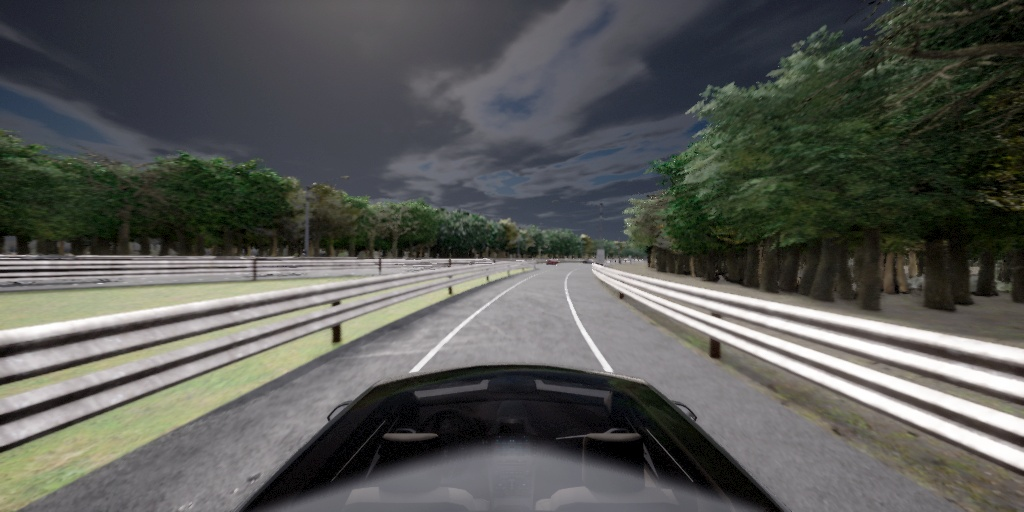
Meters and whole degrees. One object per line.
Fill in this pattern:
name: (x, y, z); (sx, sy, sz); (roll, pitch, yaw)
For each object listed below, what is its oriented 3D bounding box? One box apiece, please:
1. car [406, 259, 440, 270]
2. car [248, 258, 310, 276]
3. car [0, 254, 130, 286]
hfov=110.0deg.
car: (-11.092, 1.059, 45.433); (2.033, 1.411, 5.357); (1, 0, 27)
car: (-19.182, 0.865, 29.765); (1.812, 1.442, 4.674); (1, 0, 27)
car: (-24.434, 0.694, 19.596); (1.882, 1.535, 5.008); (1, 0, 27)
